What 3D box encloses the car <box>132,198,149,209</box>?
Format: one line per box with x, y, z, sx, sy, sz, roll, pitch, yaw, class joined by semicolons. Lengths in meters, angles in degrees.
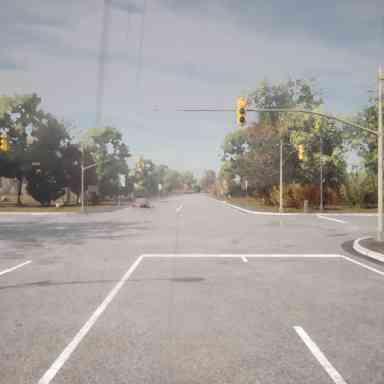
-6.999;1.537;45.812;1.812;1.442;4.674;0;0;0;car
